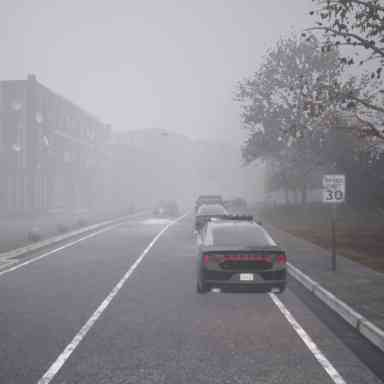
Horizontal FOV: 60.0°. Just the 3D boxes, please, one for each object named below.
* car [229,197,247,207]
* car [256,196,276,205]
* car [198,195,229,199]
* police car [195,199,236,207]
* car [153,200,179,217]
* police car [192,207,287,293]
[{"bbox_3d":[5.939,1.406,45.017,1.882,1.535,5.008,0,0,28],"label":"car"},{"bbox_3d":[12.262,1.308,55.298,1.812,1.442,4.674,-1,1,40],"label":"car"},{"bbox_3d":[1.389,1.226,24.657,2.150,2.045,5.566,0,0,5],"label":"car"},{"bbox_3d":[1.103,1.429,18.910,1.930,1.638,5.238,0,0,1],"label":"police car"},{"bbox_3d":[-2.396,1.502,31.401,2.128,1.511,4.902,0,0,7],"label":"car"},{"bbox_3d":[1.051,1.428,8.972,1.930,1.638,5.238,0,0,0],"label":"police car"}]
